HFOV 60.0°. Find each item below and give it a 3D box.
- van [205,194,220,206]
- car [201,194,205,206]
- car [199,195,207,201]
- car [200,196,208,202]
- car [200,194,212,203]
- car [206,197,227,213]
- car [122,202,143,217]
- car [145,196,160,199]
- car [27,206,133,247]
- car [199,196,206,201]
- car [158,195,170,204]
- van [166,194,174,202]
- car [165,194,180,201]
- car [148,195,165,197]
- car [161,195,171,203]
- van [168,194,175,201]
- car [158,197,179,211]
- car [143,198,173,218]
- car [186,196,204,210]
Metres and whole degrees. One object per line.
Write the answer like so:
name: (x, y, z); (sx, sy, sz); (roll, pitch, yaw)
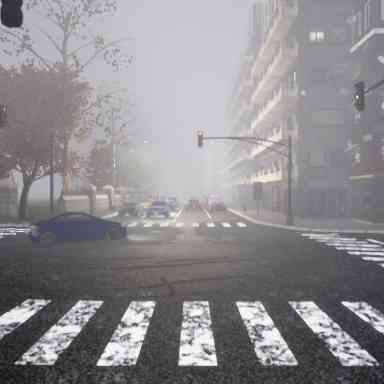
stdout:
van: (2.831, 1.353, 42.126); (1.690, 1.788, 3.998); (0, 0, 0)
car: (2.868, 1.463, 53.386); (1.967, 1.590, 4.097); (0, 0, 0)
car: (2.978, 1.517, 87.166); (1.967, 1.590, 4.097); (0, 0, 0)
car: (2.959, 1.610, 81.537); (1.887, 1.381, 4.507); (0, 0, 0)
car: (2.923, 1.361, 70.277); (2.192, 1.841, 5.009); (0, 0, 0)
car: (2.812, 1.552, 36.495); (1.887, 1.381, 4.507); (0, 0, 0)
car: (-5.587, 1.570, 30.893); (1.947, 1.339, 4.313); (0, 0, 0)
car: (-5.550, 1.537, 41.984); (1.752, 1.417, 4.829); (0, 0, 0)
car: (-5.127, 1.562, 15.058); (4.181, 1.385, 1.994); (0, 1, -29)
car: (2.996, 1.671, 92.797); (1.802, 1.307, 4.206); (0, 0, 0)
car: (-5.476, 1.477, 64.675); (1.967, 1.590, 4.097); (0, 0, 0)
van: (-5.421, 1.406, 81.565); (1.690, 1.788, 3.998); (0, 0, 0)
car: (-2.912, 1.524, 50.401); (1.837, 1.490, 4.892); (0, 0, 0)
car: (-5.531, 1.332, 47.784); (2.192, 1.841, 5.009); (0, 0, 0)
car: (-5.457, 1.486, 70.304); (1.967, 1.590, 4.097); (0, 0, 0)
van: (-5.402, 1.418, 87.194); (1.690, 1.788, 3.998); (0, 0, 0)
car: (-2.961, 1.611, 40.210); (1.895, 1.301, 4.718); (0, 0, 0)
car: (-2.994, 1.530, 30.286); (1.812, 1.442, 4.674); (0, 0, 0)
car: (0.241, 1.537, 41.966); (1.812, 1.442, 4.674); (0, 0, 0)
